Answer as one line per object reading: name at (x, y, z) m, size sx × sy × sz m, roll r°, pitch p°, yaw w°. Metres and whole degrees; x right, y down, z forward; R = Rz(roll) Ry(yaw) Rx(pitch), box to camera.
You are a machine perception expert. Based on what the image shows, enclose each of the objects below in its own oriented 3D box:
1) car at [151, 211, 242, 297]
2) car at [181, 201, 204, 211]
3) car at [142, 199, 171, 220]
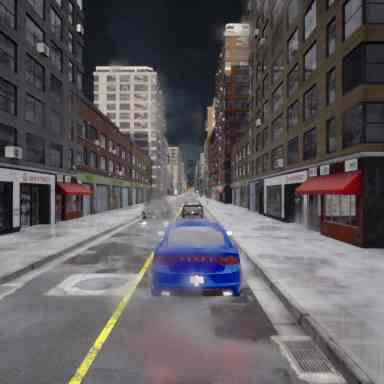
car at (0.088, 1.479, 8.641) m, size 1.882 × 1.535 × 5.008 m, roll 0°, pitch 0°, yaw 0°
car at (0.061, 1.500, 29.770) m, size 2.128 × 1.511 × 4.902 m, roll 0°, pitch 0°, yaw 0°
car at (-2.887, 1.359, 27.700) m, size 2.097 × 1.767 × 4.553 m, roll 0°, pitch 0°, yaw 0°
